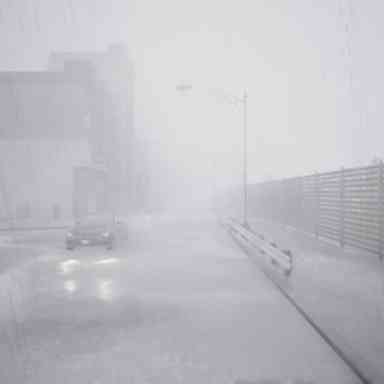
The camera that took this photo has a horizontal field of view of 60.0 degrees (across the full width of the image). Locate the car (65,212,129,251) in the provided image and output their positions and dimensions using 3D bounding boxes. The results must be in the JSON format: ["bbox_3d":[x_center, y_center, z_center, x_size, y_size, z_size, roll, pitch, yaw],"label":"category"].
[{"bbox_3d":[-4.001,1.623,14.768,1.812,1.442,4.674,0,0,0],"label":"car"}]

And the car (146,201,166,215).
[{"bbox_3d":[-4.008,1.763,37.826,1.812,1.442,4.674,0,0,0],"label":"car"}]
